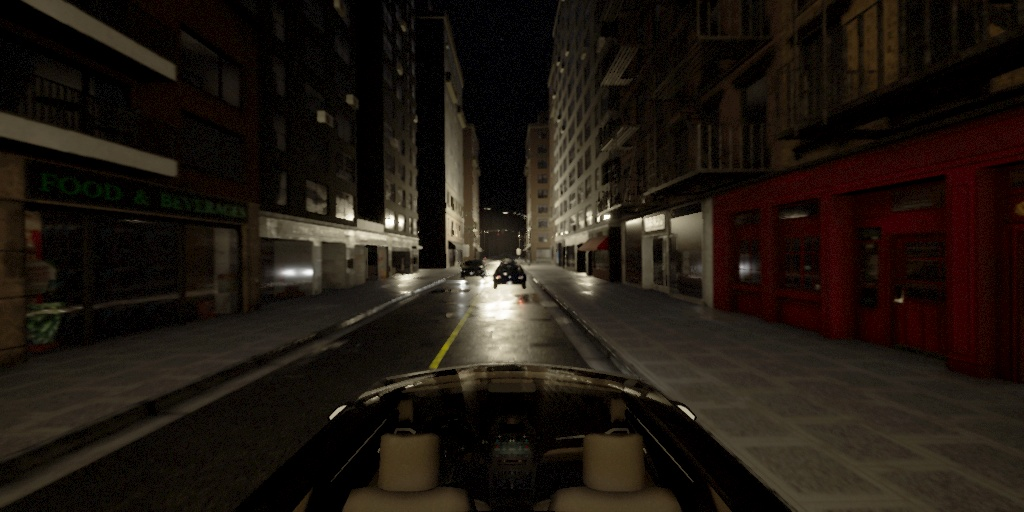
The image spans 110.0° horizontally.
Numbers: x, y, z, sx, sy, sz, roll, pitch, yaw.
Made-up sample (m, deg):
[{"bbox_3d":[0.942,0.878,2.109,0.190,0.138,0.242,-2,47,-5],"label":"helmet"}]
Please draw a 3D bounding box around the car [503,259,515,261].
[{"bbox_3d":[-0.354,0.985,38.142,1.994,1.385,4.181,-1,0,-1],"label":"car"}]

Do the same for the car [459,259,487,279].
[{"bbox_3d":[-3.074,1.033,29.154,1.837,1.490,4.892,-1,0,-1],"label":"car"}]

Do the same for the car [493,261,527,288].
[{"bbox_3d":[-0.143,1.166,21.710,1.895,1.301,4.718,-1,1,-1],"label":"car"}]
